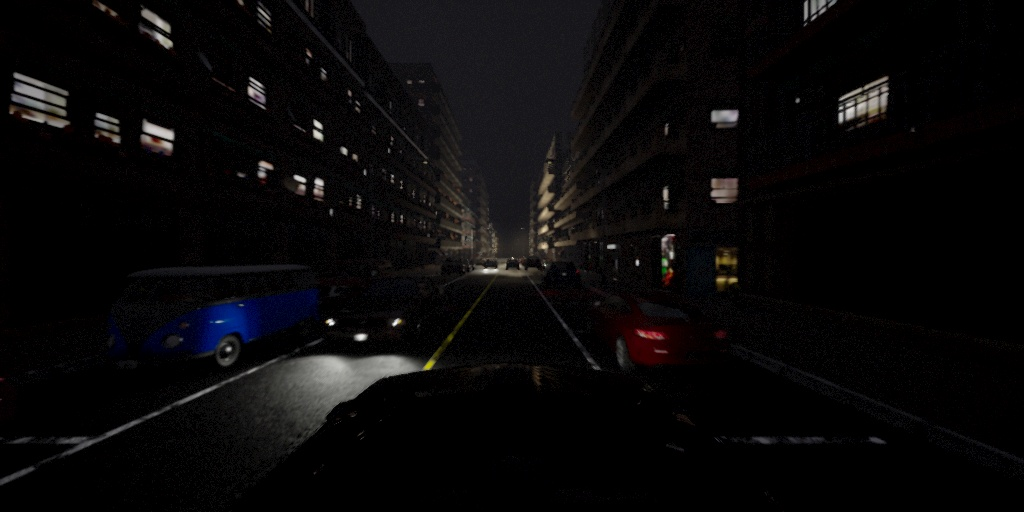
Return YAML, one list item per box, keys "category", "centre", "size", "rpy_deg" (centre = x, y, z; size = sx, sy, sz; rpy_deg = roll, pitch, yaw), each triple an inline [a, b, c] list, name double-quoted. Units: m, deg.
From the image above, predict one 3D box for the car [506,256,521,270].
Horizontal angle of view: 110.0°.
- category: "car"
  centre: [0.093, 1.118, 49.791]
  size: [2.128, 1.511, 4.902]
  rpy_deg: [0, 0, 0]

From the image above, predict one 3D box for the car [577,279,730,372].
- category: "car"
  centre: [2.689, 1.316, 7.360]
  size: [1.802, 1.307, 4.207]
  rpy_deg: [0, 0, 0]

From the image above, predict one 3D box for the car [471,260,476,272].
- category: "car"
  centre: [-5.686, 1.086, 41.375]
  size: [1.967, 1.591, 4.097]
  rpy_deg: [0, 0, 0]

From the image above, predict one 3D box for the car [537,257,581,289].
- category: "car"
  centre: [3.003, 1.045, 22.764]
  size: [2.097, 1.767, 4.553]
  rpy_deg: [0, 0, 0]

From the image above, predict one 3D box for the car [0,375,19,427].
- category: "car"
  centre: [-5.662, 1.332, 1.728]
  size: [1.802, 1.307, 4.207]
  rpy_deg: [0, 0, 0]

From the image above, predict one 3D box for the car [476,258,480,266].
- category: "car"
  centre: [-5.684, 1.198, 47.039]
  size: [1.948, 1.339, 4.313]
  rpy_deg: [0, 0, 0]

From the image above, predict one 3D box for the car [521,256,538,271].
- category: "car"
  centre: [2.696, 0.946, 47.006]
  size: [2.192, 1.841, 5.009]
  rpy_deg: [0, 0, 0]

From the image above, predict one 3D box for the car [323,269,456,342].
- category: "car"
  centre: [-3.099, 1.275, 10.013]
  size: [2.033, 1.411, 5.357]
  rpy_deg: [0, 0, 0]

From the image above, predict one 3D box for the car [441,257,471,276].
- category: "car"
  centre: [-5.686, 0.975, 35.712]
  size: [2.192, 1.841, 5.009]
  rpy_deg: [0, 0, 0]

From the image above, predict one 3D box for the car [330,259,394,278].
- category: "car"
  centre: [-5.701, 1.034, 13.056]
  size: [2.192, 1.841, 5.009]
  rpy_deg: [0, 0, 0]

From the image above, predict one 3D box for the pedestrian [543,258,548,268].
- category: "pedestrian"
  centre: [2.335, 0.981, 25.500]
  size: [0.375, 1.860, 0.375]
  rpy_deg: [-1, 1, -5]

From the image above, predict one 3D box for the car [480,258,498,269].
- category: "car"
  centre: [-3.045, 1.111, 52.606]
  size: [2.128, 1.511, 4.902]
  rpy_deg: [0, 0, 1]

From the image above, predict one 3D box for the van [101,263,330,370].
- category: "van"
  centre: [-5.673, 1.076, 7.393]
  size: [1.690, 1.789, 3.998]
  rpy_deg: [0, 0, 0]
